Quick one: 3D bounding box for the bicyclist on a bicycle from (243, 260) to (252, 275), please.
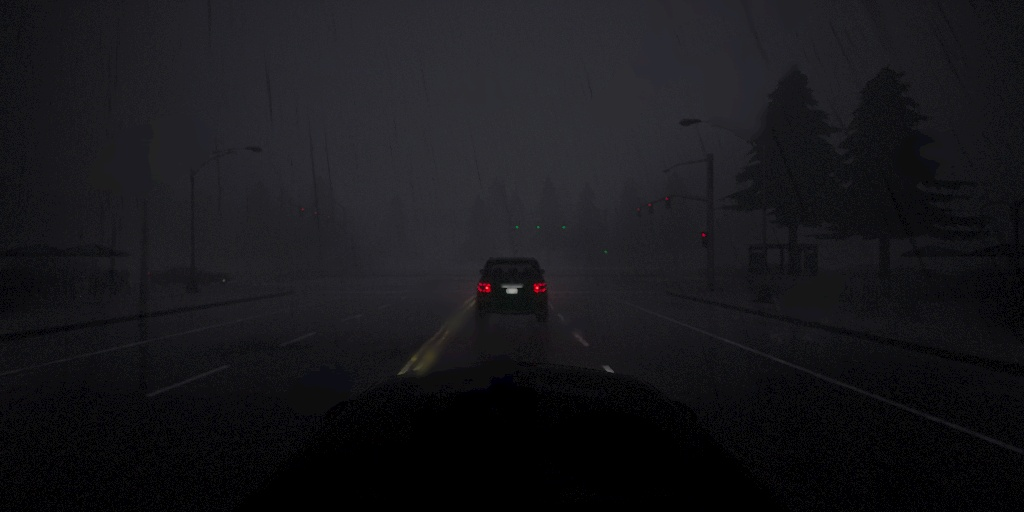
[{"bbox_3d":[-30.002,1.318,40.745,0.582,1.620,1.656,0,0,0],"label":"bicyclist on a bicycle"}]

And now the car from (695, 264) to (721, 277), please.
[{"bbox_3d":[21.586,1.509,37.256,4.674,1.442,1.812,0,0,0],"label":"car"}]

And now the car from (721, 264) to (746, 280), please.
[{"bbox_3d":[23.026,1.446,33.758,4.902,1.511,2.128,0,0,0],"label":"car"}]

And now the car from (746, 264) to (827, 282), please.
[{"bbox_3d":[22.936,1.402,30.092,5.008,1.535,1.882,0,0,0],"label":"car"}]

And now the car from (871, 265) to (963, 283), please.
[{"bbox_3d":[29.968,1.460,26.630,4.181,1.385,1.994,0,0,0],"label":"car"}]

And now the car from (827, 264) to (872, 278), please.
[{"bbox_3d":[32.777,1.501,33.732,5.357,1.411,2.033,0,0,1],"label":"car"}]

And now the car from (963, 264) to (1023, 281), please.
[{"bbox_3d":[42.887,1.435,32.646,4.902,1.511,2.128,0,0,13],"label":"car"}]

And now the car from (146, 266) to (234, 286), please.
[{"bbox_3d":[-23.340,1.499,26.295,4.718,1.301,1.895,0,0,0],"label":"car"}]

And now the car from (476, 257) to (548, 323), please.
[{"bbox_3d":[0.001,1.064,12.667,2.150,2.045,5.566,0,0,0],"label":"car"}]

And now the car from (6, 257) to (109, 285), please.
[{"bbox_3d":[-33.160,1.118,26.162,5.566,2.045,2.150,0,0,-1],"label":"car"}]
